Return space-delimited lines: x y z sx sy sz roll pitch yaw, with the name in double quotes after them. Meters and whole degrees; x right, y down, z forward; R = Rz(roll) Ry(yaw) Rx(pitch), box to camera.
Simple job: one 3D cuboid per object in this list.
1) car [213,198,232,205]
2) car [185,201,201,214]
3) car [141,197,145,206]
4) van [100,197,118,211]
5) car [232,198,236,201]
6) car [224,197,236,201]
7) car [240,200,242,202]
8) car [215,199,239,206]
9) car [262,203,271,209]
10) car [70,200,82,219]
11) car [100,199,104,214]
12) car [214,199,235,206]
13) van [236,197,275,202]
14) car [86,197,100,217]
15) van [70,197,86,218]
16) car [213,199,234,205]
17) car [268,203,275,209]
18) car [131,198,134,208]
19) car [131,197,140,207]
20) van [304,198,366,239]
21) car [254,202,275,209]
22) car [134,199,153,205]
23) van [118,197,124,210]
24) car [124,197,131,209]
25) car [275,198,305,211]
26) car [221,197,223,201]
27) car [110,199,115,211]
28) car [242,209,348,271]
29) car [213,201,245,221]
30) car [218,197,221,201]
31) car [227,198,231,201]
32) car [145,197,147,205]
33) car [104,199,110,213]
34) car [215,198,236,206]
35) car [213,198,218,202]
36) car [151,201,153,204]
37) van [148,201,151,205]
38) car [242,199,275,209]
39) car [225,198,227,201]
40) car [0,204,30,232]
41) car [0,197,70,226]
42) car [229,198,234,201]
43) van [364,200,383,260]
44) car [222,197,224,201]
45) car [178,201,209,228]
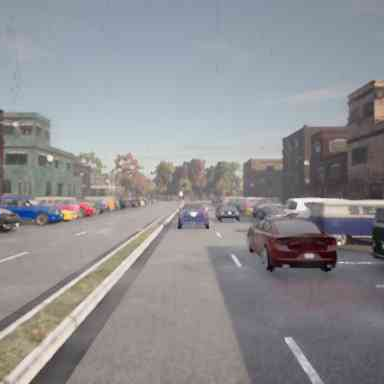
7.620 2.337 84.055 4.553 1.767 2.185 0 -1 0 "car"
0.106 1.869 41.386 1.882 1.535 5.008 0 -1 0 "car"
-12.550 1.933 63.787 5.566 2.045 2.435 0 -1 0 "car"
-12.655 1.673 44.334 4.442 1.987 1.878 0 -1 0 "van"
7.639 1.854 39.934 4.892 1.521 2.231 0 -1 0 "car"
7.616 1.870 50.962 4.553 1.767 2.185 0 -1 0 "car"
7.642 1.829 34.420 4.674 1.452 2.002 0 -1 0 "car"
7.656 2.324 73.016 4.892 1.521 2.231 0 -1 0 "car"
7.646 1.712 23.392 4.674 1.452 2.002 0 -1 0 "car"
-12.368 1.694 27.657 5.366 1.575 1.946 0 -1 0 "car"
-12.539 1.794 35.994 4.892 1.521 2.231 0 -1 0 "car"
7.648 2.436 78.535 4.674 1.452 2.002 0 -1 0 "car"
7.528 1.593 37.056 4.442 1.987 1.878 0 -1 0 "van"
-12.520 1.508 33.217 5.566 2.045 2.435 0 -1 0 "car"
-12.434 1.502 30.439 4.442 1.987 1.878 0 -1 0 "van"
7.656 2.431 81.291 5.008 1.535 2.097 0 -1 0 "car"
7.649 1.645 20.634 5.008 1.535 2.097 0 -1 0 "car"
-12.525 2.095 55.380 4.674 1.452 2.002 0 -1 0 "car"
-12.497 1.845 58.102 5.566 2.045 2.435 0 -1 0 "car"
7.759 1.371 15.123 4.442 1.987 1.878 0 0 0 "van"
7.673 1.729 26.148 4.792 1.488 2.163 0 -1 0 "car"
-12.471 2.516 85.897 4.792 1.488 2.163 0 -1 0 "car"
-12.419 1.710 47.111 4.442 1.987 1.878 0 -1 0 "van"
-12.561 1.724 49.891 5.566 2.045 2.435 0 -1 0 "car"
7.671 1.369 17.881 5.566 2.045 2.435 0 -1 0 "car"
7.679 1.948 56.476 4.553 1.767 2.185 0 -1 0 "car"
-12.538 1.900 41.426 4.674 1.452 2.002 0 -1 0 "car"
3.114 1.562 11.282 1.882 1.535 5.008 0 0 0 "car"
3.110 1.805 29.752 2.033 1.411 5.357 0 -1 0 "car"
7.654 2.114 59.231 5.008 1.535 2.097 0 -1 0 "car"
7.640 1.923 45.447 4.892 1.521 2.231 0 -1 0 "car"
-12.510 2.270 69.214 5.008 1.535 2.097 0 -1 0 "car"
-12.513 1.856 38.772 4.792 1.488 2.163 0 -1 0 "car"
7.619 2.235 75.779 4.553 1.767 2.185 0 -1 0 "car"
7.678 1.988 67.507 5.566 2.045 2.435 0 -1 0 "car"
-12.537 2.306 80.463 4.553 1.767 2.185 0 -1 0 "car"
-12.391 2.171 77.557 4.442 1.987 1.878 0 -1 0 "van"
7.830 1.755 31.662 5.366 1.575 1.946 0 -1 0 "car"
7.641 1.960 48.204 4.892 1.521 2.231 0 -1 0 "car"
-12.555 1.613 19.322 4.892 1.521 2.231 0 -1 0 "car"
-12.528 1.416 24.882 5.566 2.045 2.435 0 -1 0 "car"
7.640 1.889 42.690 4.892 1.521 2.231 0 -1 0 "car"
7.759 1.325 9.610 4.442 1.987 1.878 0 0 0 "van"
7.679 1.909 53.720 4.553 1.767 2.185 0 -1 0 "car"
0.104 1.548 23.943 2.097 1.767 4.553 0 -1 0 "car"
